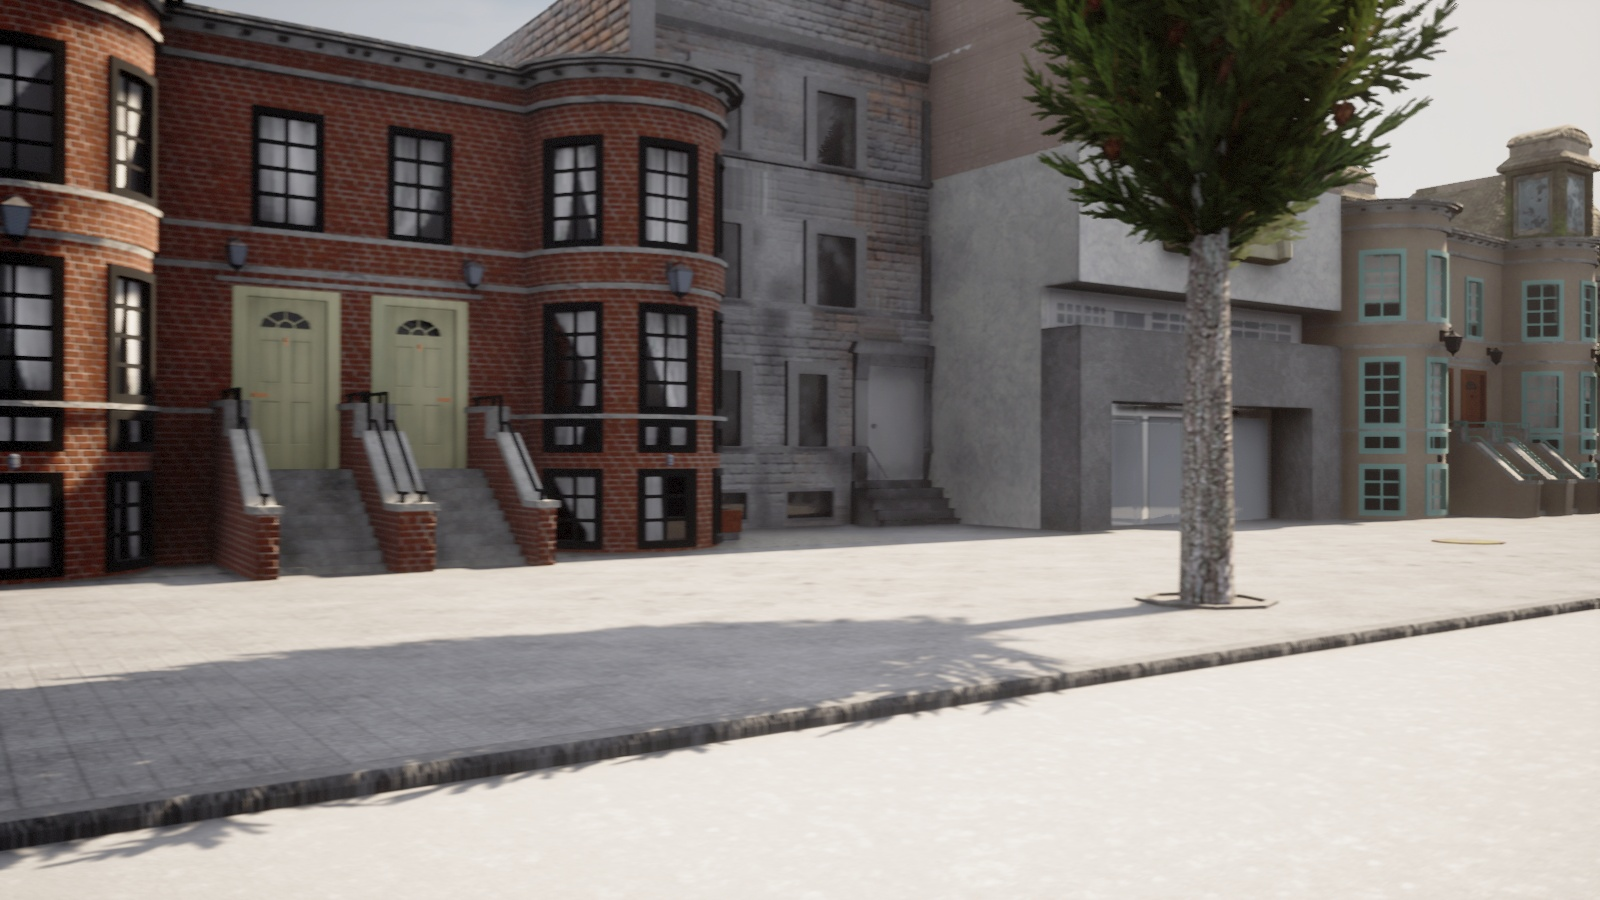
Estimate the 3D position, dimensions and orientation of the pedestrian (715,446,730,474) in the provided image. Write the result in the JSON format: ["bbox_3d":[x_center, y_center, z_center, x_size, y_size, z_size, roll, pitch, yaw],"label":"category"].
[{"bbox_3d":[-5.349,0.679,86.720,0.659,1.952,0.873,0,0,-37],"label":"pedestrian"}]
